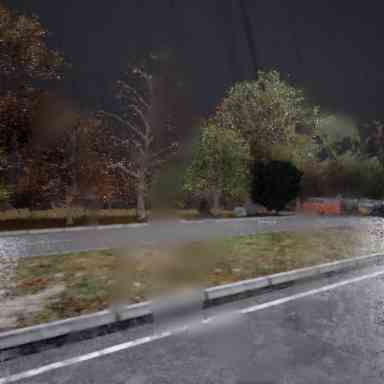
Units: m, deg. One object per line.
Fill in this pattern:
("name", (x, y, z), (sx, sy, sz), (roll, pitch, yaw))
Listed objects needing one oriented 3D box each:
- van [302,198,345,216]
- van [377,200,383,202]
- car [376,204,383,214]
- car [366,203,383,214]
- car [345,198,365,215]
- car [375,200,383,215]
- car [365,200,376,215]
("van", (15.174, 1.705, 39.421), (1.878, 1.987, 4.442), (2, -1, -36))
("van", (24.271, 2.085, 45.942), (1.878, 1.987, 4.442), (3, -1, -36))
("car", (31.085, 2.611, 50.678), (2.097, 1.535, 5.008), (3, -1, -36))
("car", (28.733, 2.506, 48.991), (2.097, 1.535, 5.008), (3, -1, -36))
("car", (17.576, 1.767, 41.033), (2.435, 2.045, 5.566), (2, -1, -36))
("car", (22.085, 2.211, 44.224), (2.231, 1.521, 4.892), (3, -1, -36))
("car", (19.942, 2.109, 42.467), (1.946, 1.575, 5.366), (2, -1, -36))
